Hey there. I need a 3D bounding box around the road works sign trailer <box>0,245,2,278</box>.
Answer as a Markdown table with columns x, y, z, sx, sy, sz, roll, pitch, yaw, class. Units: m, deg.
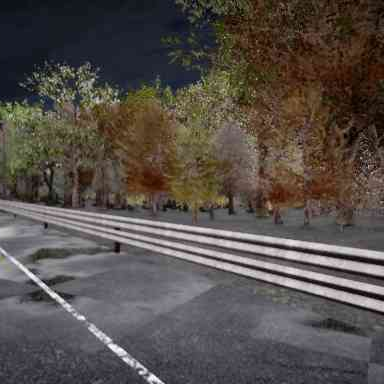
| x | y | z | sx | sy | sz | roll | pitch | yaw | class |
| --- | --- | --- | --- | --- | --- | --- | --- | --- | --- |
| -6.697 | 0.457 | 9.149 | 2.380 | 3.560 | 2.880 | 0 | 0 | -37 | road works sign trailer |
